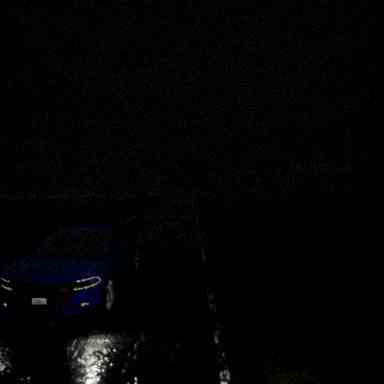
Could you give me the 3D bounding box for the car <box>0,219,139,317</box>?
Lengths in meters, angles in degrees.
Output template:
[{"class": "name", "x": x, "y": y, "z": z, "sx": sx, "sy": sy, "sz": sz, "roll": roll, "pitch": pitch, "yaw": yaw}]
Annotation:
[{"class": "car", "x": -2.463, "y": 1.478, "z": 7.825, "sx": 1.882, "sy": 1.535, "sz": 5.008, "roll": 0, "pitch": 0, "yaw": 0}]
